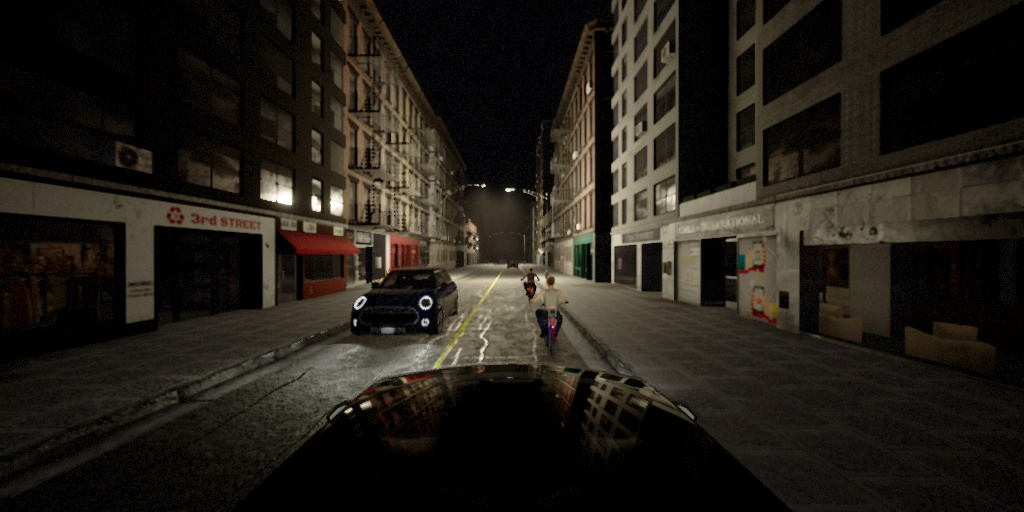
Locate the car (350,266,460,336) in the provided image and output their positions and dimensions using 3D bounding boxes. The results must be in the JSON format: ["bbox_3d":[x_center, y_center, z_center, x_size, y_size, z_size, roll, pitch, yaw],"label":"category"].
[{"bbox_3d":[-2.849,1.120,10.464,2.097,1.767,4.553,0,0,0],"label":"car"}]

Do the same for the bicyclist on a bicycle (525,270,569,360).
[{"bbox_3d":[0.781,1.197,7.417,0.866,1.612,1.509,0,1,0],"label":"bicyclist on a bicycle"}]

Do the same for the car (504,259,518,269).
[{"bbox_3d":[0.119,1.515,62.024,1.895,1.301,4.718,0,0,0],"label":"car"}]

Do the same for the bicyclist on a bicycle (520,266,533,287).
[{"bbox_3d":[0.766,1.213,14.795,0.866,1.612,1.509,0,1,0],"label":"bicyclist on a bicycle"}]
